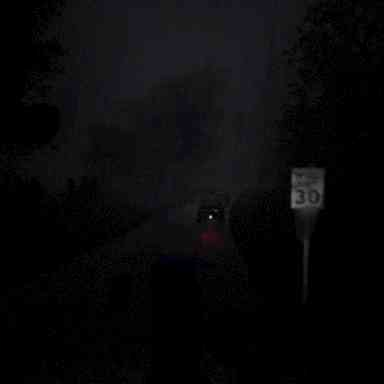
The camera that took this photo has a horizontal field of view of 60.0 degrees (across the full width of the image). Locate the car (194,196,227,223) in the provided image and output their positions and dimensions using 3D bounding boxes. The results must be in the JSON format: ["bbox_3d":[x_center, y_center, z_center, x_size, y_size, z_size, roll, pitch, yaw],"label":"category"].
[{"bbox_3d":[1.455,1.346,24.214,1.837,1.490,4.892,0,1,6],"label":"car"}]

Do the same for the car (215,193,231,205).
[{"bbox_3d":[3.920,0.807,42.199,2.128,1.511,4.902,1,3,9],"label":"car"}]

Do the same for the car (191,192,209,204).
[{"bbox_3d":[1.097,0.738,43.078,2.128,1.511,4.902,2,3,10],"label":"car"}]
